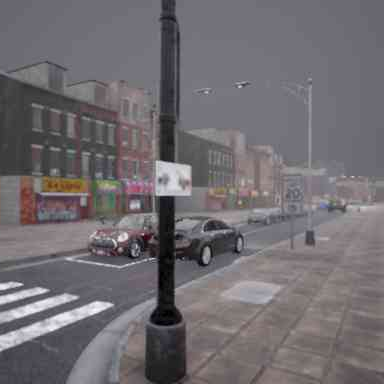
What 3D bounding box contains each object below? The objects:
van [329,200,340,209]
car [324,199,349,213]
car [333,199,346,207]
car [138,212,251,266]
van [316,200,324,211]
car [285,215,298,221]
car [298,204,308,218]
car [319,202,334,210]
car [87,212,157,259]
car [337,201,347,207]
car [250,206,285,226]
[{"bbox_3d":[29.895,2.527,69.949,1.690,1.788,3.998,0,-1,29],"label":"van"},{"bbox_3d":[21.931,2.067,50.273,2.150,2.045,5.566,0,-1,29],"label":"car"},{"bbox_3d":[35.238,2.683,79.412,2.192,1.841,5.009,0,-1,29],"label":"car"},{"bbox_3d":[0.365,1.659,12.285,1.837,1.490,4.892,0,-1,29],"label":"car"},{"bbox_3d":[21.880,2.259,55.757,1.690,1.788,3.998,0,-1,29],"label":"van"},{"bbox_3d":[8.520,2.027,32.098,1.887,1.381,4.507,0,-1,29],"label":"car"},{"bbox_3d":[11.193,2.008,36.831,1.967,1.590,4.097,0,-1,29],"label":"car"},{"bbox_3d":[24.550,2.572,60.484,1.947,1.339,4.313,0,-1,29],"label":"car"},{"bbox_3d":[-2.166,1.583,13.176,1.967,1.590,4.097,0,-1,29],"label":"car"},{"bbox_3d":[37.909,3.005,84.139,1.887,1.381,4.507,0,-1,29],"label":"car"},{"bbox_3d":[5.849,1.948,27.368,2.008,1.369,4.403,0,-1,29],"label":"car"}]
